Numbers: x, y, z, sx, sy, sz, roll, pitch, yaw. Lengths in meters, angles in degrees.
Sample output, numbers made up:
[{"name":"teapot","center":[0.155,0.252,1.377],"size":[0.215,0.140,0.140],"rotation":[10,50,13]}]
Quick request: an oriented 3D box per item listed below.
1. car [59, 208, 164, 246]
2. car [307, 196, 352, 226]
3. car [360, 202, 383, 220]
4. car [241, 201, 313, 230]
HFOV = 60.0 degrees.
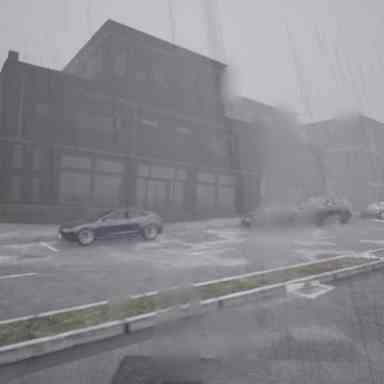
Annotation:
[{"name":"car","center":[-3.616,1.498,15.424],"size":[4.792,1.488,2.163],"rotation":[1,0,-36]},{"name":"car","center":[9.839,1.354,25.112],"size":[5.566,2.045,2.435],"rotation":[1,0,-36]},{"name":"car","center":[17.448,1.684,30.662],"size":[4.892,1.521,2.231],"rotation":[1,0,-35]},{"name":"car","center":[5.383,1.561,21.902],"size":[4.892,1.521,2.231],"rotation":[1,0,-36]}]
